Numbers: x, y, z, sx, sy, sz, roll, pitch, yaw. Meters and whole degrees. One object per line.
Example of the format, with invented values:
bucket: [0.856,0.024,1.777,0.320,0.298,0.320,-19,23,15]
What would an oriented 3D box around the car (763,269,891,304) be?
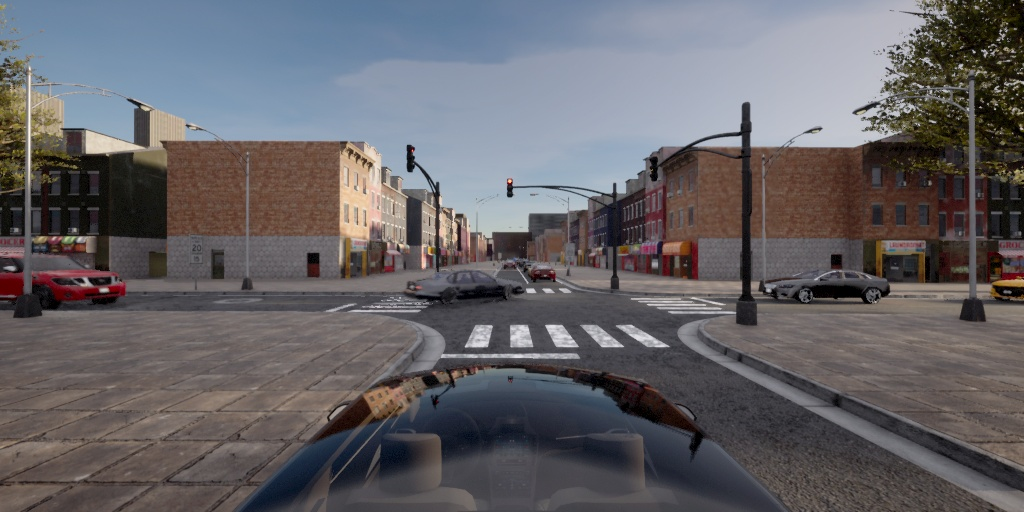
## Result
car: [14.268,1.334,16.444,4.902,1.511,2.128,0,0,1]

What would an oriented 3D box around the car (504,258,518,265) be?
car: [-0.349,1.369,59.616,1.812,1.442,4.674,0,0,0]

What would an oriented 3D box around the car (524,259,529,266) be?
car: [2.384,1.301,34.502,1.751,1.417,4.829,0,0,0]

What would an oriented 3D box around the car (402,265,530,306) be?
car: [-2.021,1.297,15.862,5.357,1.411,2.033,0,0,-38]

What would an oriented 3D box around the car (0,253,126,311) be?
car: [-18.066,0.919,13.442,5.566,2.045,2.150,0,0,0]

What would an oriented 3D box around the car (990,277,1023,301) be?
car: [25.268,1.400,16.472,5.008,1.535,1.882,0,0,0]

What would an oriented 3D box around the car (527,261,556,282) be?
car: [2.430,1.312,28.653,1.888,1.381,4.507,0,0,0]

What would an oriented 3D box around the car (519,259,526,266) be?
car: [2.297,1.366,45.690,1.948,1.339,4.313,0,0,0]
